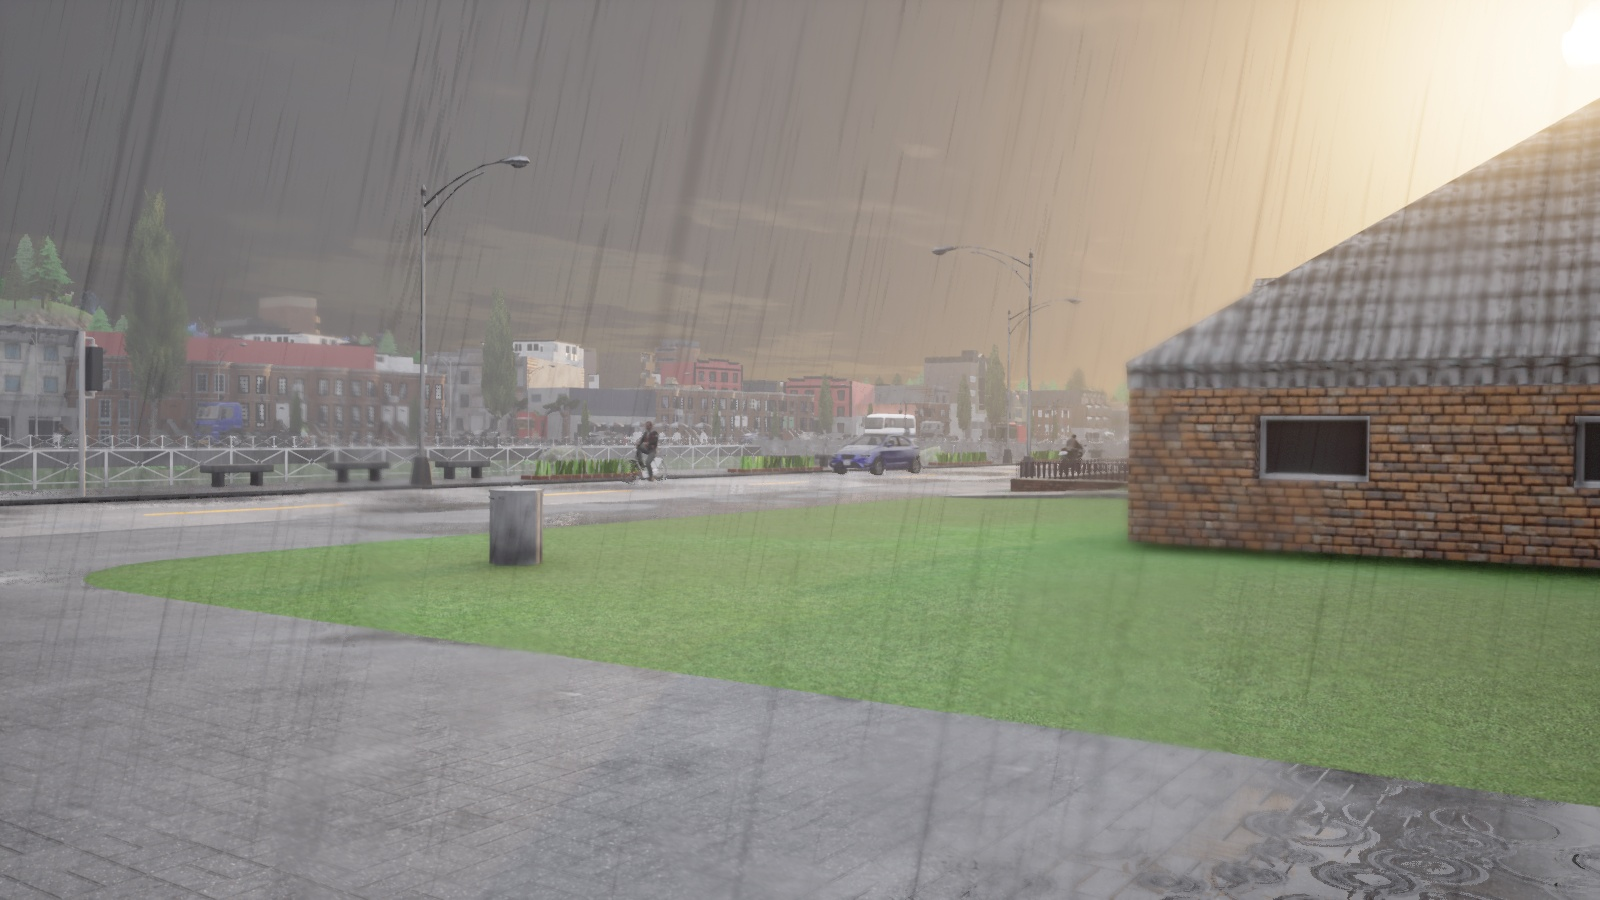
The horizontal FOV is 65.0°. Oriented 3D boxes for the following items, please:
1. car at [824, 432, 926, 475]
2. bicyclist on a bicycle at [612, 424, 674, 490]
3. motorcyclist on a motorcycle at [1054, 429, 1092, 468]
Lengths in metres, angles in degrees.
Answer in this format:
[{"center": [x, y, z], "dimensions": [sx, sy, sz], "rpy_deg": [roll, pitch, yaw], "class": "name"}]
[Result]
[{"center": [2.761, 0.099, 45.358], "dimensions": [1.816, 1.474, 4.193], "rpy_deg": [0, 1, 34], "class": "car"}, {"center": [-4.323, 0.166, 34.691], "dimensions": [0.659, 1.776, 1.843], "rpy_deg": [0, 1, 34], "class": "bicyclist on a bicycle"}, {"center": [10.976, -0.077, 50.498], "dimensions": [0.797, 1.523, 2.044], "rpy_deg": [0, 1, 34], "class": "motorcyclist on a motorcycle"}]
